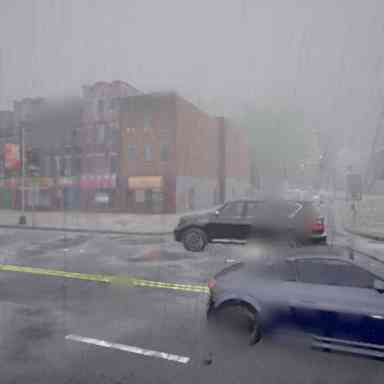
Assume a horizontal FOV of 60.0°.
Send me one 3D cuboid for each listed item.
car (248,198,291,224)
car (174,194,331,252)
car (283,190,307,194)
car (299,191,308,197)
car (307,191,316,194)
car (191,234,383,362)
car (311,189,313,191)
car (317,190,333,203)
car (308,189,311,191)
[{"bbox_3d":[5.786,1.290,24.295,2.128,1.511,4.902,0,1,25],"label":"car"},{"bbox_3d":[2.090,1.219,12.480,5.566,2.045,2.150,0,1,23],"label":"car"},{"bbox_3d":[10.678,0.828,35.529,2.150,2.045,5.566,0,1,23],"label":"car"},{"bbox_3d":[26.834,0.410,79.891,1.752,1.417,4.829,1,1,23],"label":"car"},{"bbox_3d":[17.779,0.890,51.809,1.994,1.385,4.181,0,1,23],"label":"car"},{"bbox_3d":[2.328,1.583,5.155,4.181,1.385,1.994,-1,-1,23],"label":"car"},{"bbox_3d":[28.883,0.361,84.628,2.008,1.369,4.403,1,1,23],"label":"car"},{"bbox_3d":[19.905,0.894,49.419,2.033,1.411,5.357,0,1,21],"label":"car"},{"bbox_3d":[26.090,0.464,78.063,2.008,1.369,4.403,1,1,23],"label":"car"}]
